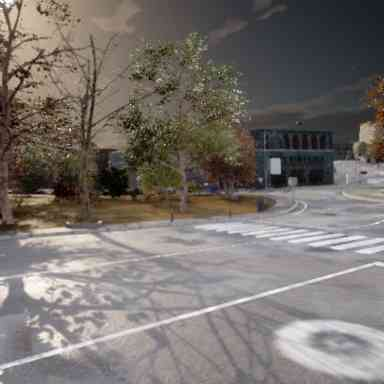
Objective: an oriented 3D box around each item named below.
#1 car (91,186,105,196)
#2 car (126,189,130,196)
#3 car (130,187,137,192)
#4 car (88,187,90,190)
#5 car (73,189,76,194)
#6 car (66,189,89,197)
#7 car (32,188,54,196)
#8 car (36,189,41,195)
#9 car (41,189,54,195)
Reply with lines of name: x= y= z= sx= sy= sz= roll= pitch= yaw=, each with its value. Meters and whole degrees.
car: x=-18.122 y=0.003 z=68.111 sx=2.185 sy=1.767 sz=4.553 roll=-1 pitch=2 yaw=17
car: x=-10.980 y=-0.086 z=62.730 sx=2.185 sy=1.767 sz=4.553 roll=-2 pitch=2 yaw=16
car: x=-8.575 y=-0.262 z=61.032 sx=2.435 sy=2.045 sz=5.566 roll=-2 pitch=2 yaw=16
car: x=-20.504 y=0.170 z=69.851 sx=2.163 sy=1.488 sz=4.792 roll=-1 pitch=2 yaw=17
car: x=-22.878 y=-0.112 z=71.643 sx=2.435 sy=2.045 sz=5.566 roll=-1 pitch=3 yaw=17
car: x=-25.233 y=0.128 z=73.489 sx=2.231 sy=1.521 sz=4.892 roll=-1 pitch=2 yaw=17
car: x=-36.911 y=-0.018 z=82.677 sx=2.097 sy=1.535 sz=5.008 roll=-1 pitch=3 yaw=19
car: x=-34.575 y=0.013 z=80.830 sx=2.097 sy=1.535 sz=5.008 roll=0 pitch=3 yaw=18
car: x=-32.310 y=0.051 z=78.802 sx=1.946 sy=1.575 sz=5.366 roll=0 pitch=3 yaw=18
